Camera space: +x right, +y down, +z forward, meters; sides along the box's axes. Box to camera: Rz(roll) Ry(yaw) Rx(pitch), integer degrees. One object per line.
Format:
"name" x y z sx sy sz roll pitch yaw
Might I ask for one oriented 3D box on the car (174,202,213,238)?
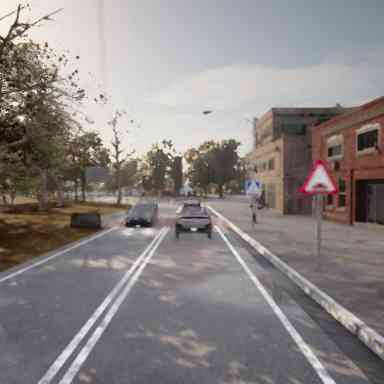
"car" 0.082 1.535 17.976 2.128 1.511 4.902 0 0 0

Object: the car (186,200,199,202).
"car" 0.033 1.575 36.226 1.882 1.535 5.008 0 0 0

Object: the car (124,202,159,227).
"car" -3.377 1.447 23.388 2.033 1.411 5.357 0 7 0
